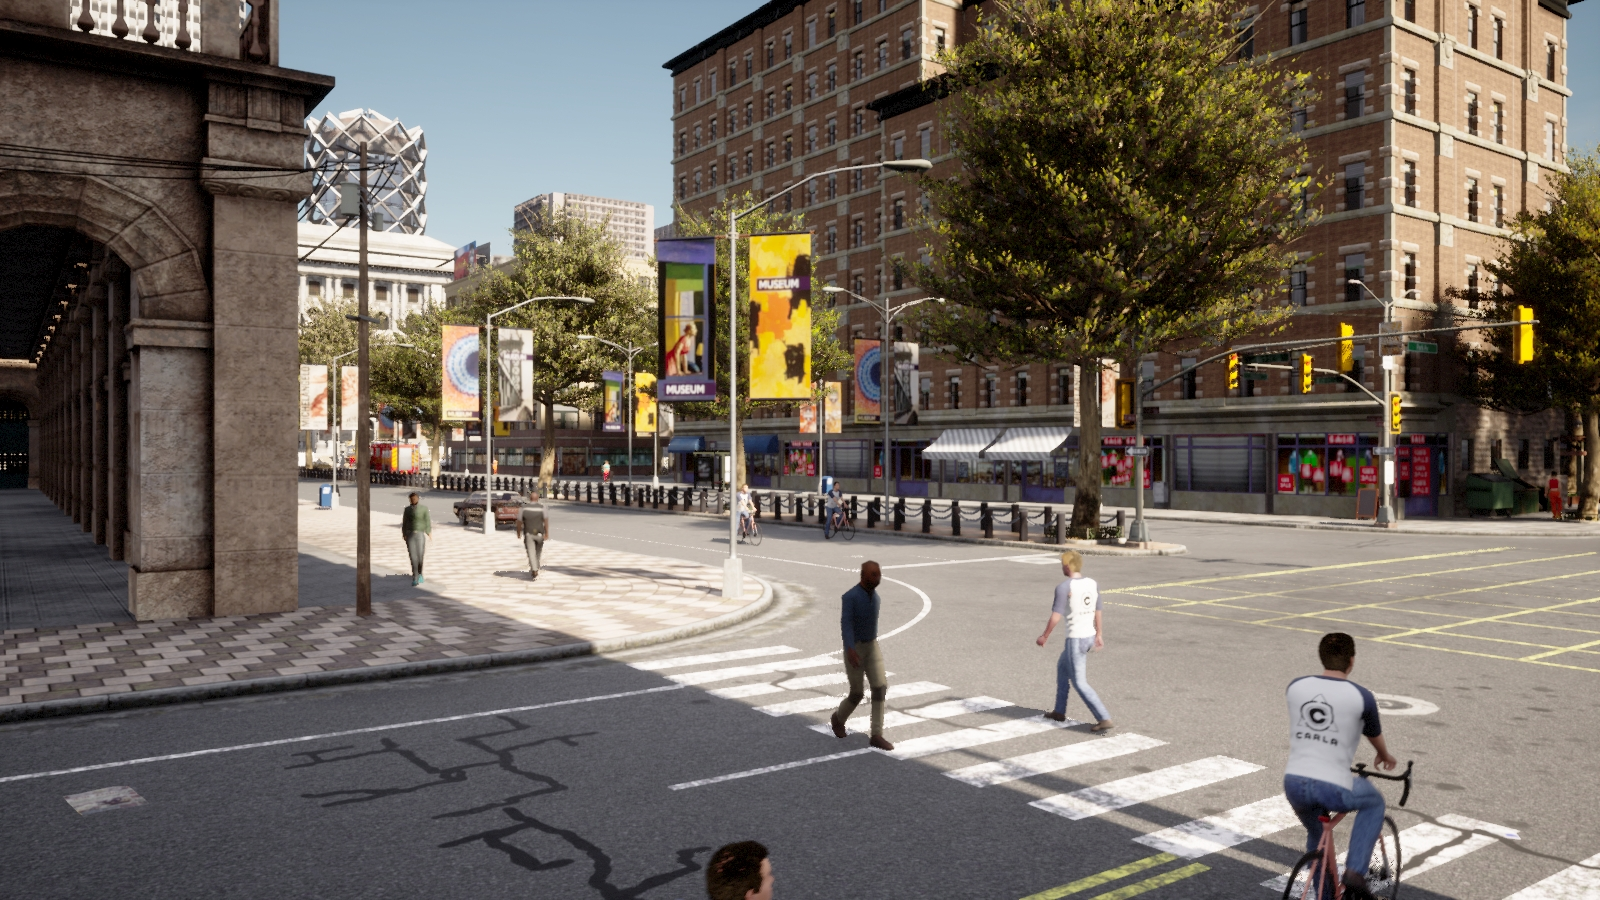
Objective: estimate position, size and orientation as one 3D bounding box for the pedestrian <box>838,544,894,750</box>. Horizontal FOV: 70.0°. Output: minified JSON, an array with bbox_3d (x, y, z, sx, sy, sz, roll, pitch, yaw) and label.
[{"bbox_3d":[0.624,1.845,10.817,0.375,1.860,0.375,0,0,-36],"label":"pedestrian"}]

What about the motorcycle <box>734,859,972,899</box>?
[{"bbox_3d":[-0.257,2.211,3.647,2.033,1.145,0.803,0,0,-37],"label":"motorcycle"}]

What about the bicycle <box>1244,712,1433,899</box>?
[{"bbox_3d":[3.022,2.203,6.340,1.643,1.196,0.373,1,0,-43],"label":"bicycle"}]

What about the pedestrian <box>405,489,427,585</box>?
[{"bbox_3d":[-7.506,1.693,22.350,0.375,1.860,0.375,0,0,-14],"label":"pedestrian"}]

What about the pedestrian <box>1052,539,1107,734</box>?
[{"bbox_3d":[2.796,1.844,11.436,0.375,1.860,0.375,0,0,-37],"label":"pedestrian"}]

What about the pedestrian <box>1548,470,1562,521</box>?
[{"bbox_3d":[28.022,1.677,42.403,0.375,1.860,0.375,0,0,43],"label":"pedestrian"}]

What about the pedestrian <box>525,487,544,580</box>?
[{"bbox_3d":[-5.423,1.692,23.326,0.375,1.860,0.375,0,0,-13],"label":"pedestrian"}]
